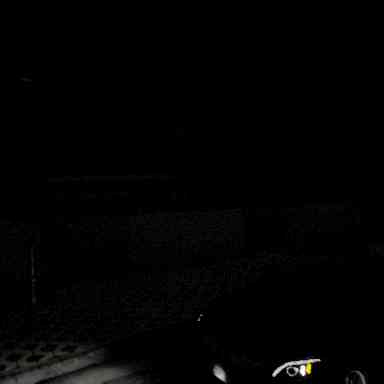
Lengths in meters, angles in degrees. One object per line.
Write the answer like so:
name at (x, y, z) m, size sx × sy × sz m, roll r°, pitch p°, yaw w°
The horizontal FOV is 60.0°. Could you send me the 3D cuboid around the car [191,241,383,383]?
car at (2.167, 1.479, 4.613) m, size 4.674 × 1.442 × 1.812 m, roll -1°, pitch 0°, yaw -35°
